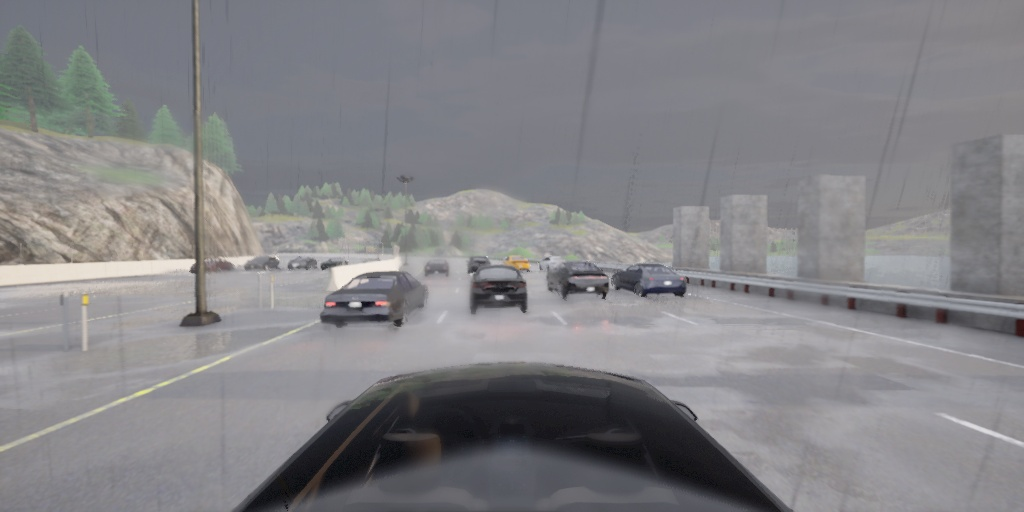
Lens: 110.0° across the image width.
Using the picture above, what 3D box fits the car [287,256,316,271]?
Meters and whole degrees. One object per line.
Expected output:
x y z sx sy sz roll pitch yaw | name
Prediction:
-22.444 0.744 38.560 2.128 1.511 4.902 0 1 -14 | car

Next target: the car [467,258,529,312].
-0.545 1.041 13.208 1.882 1.535 5.008 0 1 -4 | car

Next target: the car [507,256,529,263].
0.287 0.701 33.506 1.882 1.535 5.008 0 1 -10 | car

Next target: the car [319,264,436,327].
-3.883 1.163 11.038 2.033 1.411 5.357 0 1 -4 | car

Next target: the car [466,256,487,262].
-2.972 0.771 31.873 1.837 1.490 4.892 0 1 -10 | car

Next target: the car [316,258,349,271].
-18.648 0.847 37.802 1.895 1.301 4.718 0 1 -13 | car

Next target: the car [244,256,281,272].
-25.693 0.797 37.105 1.837 1.490 4.892 0 1 -13 | car

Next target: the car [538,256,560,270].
3.859 0.734 33.363 1.812 1.442 4.674 0 1 -11 | car

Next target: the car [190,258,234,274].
-28.641 0.916 34.339 1.994 1.385 4.181 0 1 -13 | car

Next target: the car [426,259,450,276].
-6.101 0.922 29.542 1.895 1.301 4.718 0 1 -9 | car

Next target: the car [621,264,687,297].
6.182 1.037 16.639 1.994 1.385 4.181 0 1 -5 | car

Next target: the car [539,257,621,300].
2.745 0.995 15.838 2.128 1.511 4.902 0 1 -5 | car
